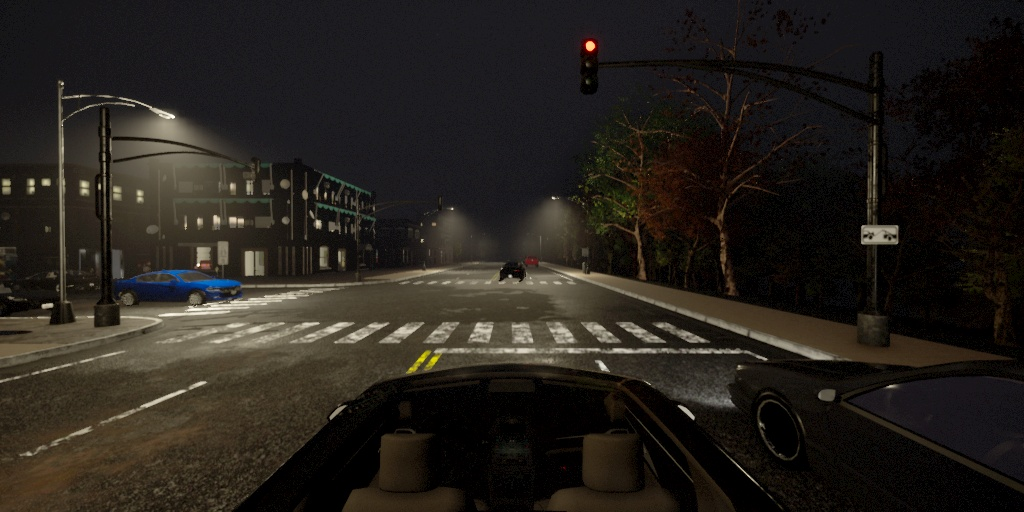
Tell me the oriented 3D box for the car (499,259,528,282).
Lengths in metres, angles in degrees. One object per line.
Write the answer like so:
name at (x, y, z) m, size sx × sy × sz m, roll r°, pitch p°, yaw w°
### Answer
car at (0.055, 1.238, 29.120) m, size 1.837 × 1.490 × 4.892 m, roll 1°, pitch 0°, yaw 4°

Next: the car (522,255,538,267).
car at (3.427, 0.925, 62.821) m, size 2.150 × 2.045 × 5.566 m, roll 0°, pitch 0°, yaw 0°

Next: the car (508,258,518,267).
car at (0.181, 1.183, 64.213) m, size 1.882 × 1.535 × 5.008 m, roll 0°, pitch 0°, yaw 0°

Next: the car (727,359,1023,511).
car at (3.326, 1.297, 1.736) m, size 2.033 × 1.411 × 5.357 m, roll 0°, pitch 0°, yaw 3°

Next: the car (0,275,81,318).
car at (-19.933, 1.561, 13.724) m, size 4.313 × 1.339 × 1.948 m, roll 0°, pitch 0°, yaw 0°

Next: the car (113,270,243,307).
car at (-14.966, 1.388, 16.206) m, size 5.008 × 1.535 × 1.882 m, roll -1°, pitch 1°, yaw 3°

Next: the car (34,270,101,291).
car at (-28.254, 1.553, 22.247) m, size 4.403 × 1.370 × 2.007 m, roll 0°, pitch 0°, yaw 0°
